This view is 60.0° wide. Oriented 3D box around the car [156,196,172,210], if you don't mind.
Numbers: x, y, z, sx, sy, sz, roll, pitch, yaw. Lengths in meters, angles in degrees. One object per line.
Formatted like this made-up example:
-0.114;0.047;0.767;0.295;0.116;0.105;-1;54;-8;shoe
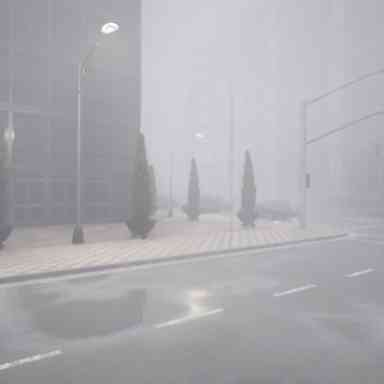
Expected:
-5.393;1.717;46.904;2.128;1.511;4.902;1;0;-36;car

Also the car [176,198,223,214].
0.730;1.773;38.483;2.033;1.411;5.357;1;0;-36;car

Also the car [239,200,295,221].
6.549;1.703;30.503;1.882;1.535;5.008;1;0;-36;car

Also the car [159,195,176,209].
-4.227;1.475;51.260;2.150;2.045;5.566;1;-1;-36;car

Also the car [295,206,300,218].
8.993;1.604;33.094;2.097;1.767;4.553;1;0;-36;car

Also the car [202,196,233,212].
2.700;1.473;41.728;2.150;2.045;5.566;1;0;-36;car
